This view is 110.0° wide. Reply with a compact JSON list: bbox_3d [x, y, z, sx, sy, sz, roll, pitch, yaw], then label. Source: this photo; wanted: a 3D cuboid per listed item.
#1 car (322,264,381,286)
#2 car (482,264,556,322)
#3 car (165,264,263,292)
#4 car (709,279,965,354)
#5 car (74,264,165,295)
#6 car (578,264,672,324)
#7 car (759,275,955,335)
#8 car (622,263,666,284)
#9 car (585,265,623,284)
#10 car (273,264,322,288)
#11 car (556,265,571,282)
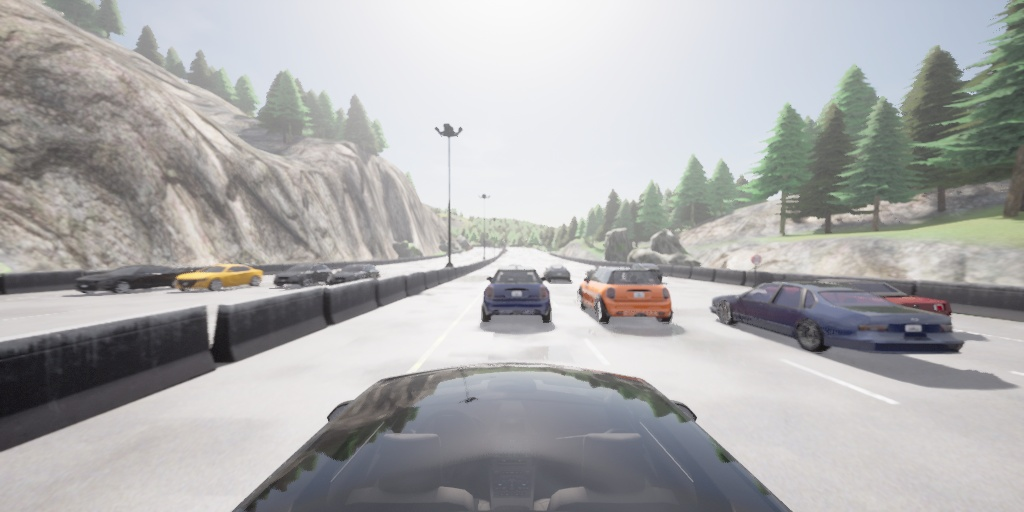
[{"bbox_3d":[-10.435,1.295,24.261,1.837,1.490,4.892,0,-1,1],"label":"car"},{"bbox_3d":[0.152,1.135,12.622,2.097,1.767,4.553,0,0,0],"label":"car"},{"bbox_3d":[-17.466,1.239,21.695,1.882,1.535,5.008,0,0,1],"label":"car"},{"bbox_3d":[7.130,1.337,8.868,2.033,1.411,5.357,0,0,0],"label":"car"},{"bbox_3d":[-20.983,1.225,20.107,1.882,1.535,5.008,0,0,1],"label":"car"},{"bbox_3d":[3.651,1.143,12.388,2.097,1.767,4.553,0,0,0],"label":"car"},{"bbox_3d":[10.647,1.409,11.730,1.895,1.301,4.718,0,0,0],"label":"car"},{"bbox_3d":[10.746,1.365,29.571,1.837,1.490,4.892,0,0,0],"label":"car"},{"bbox_3d":[7.241,1.450,28.797,1.895,1.301,4.718,0,0,0],"label":"car"},{"bbox_3d":[-13.935,1.286,24.297,1.837,1.490,4.892,0,-1,1],"label":"car"},{"bbox_3d":[3.750,1.407,30.251,1.994,1.385,4.181,0,0,0],"label":"car"}]
